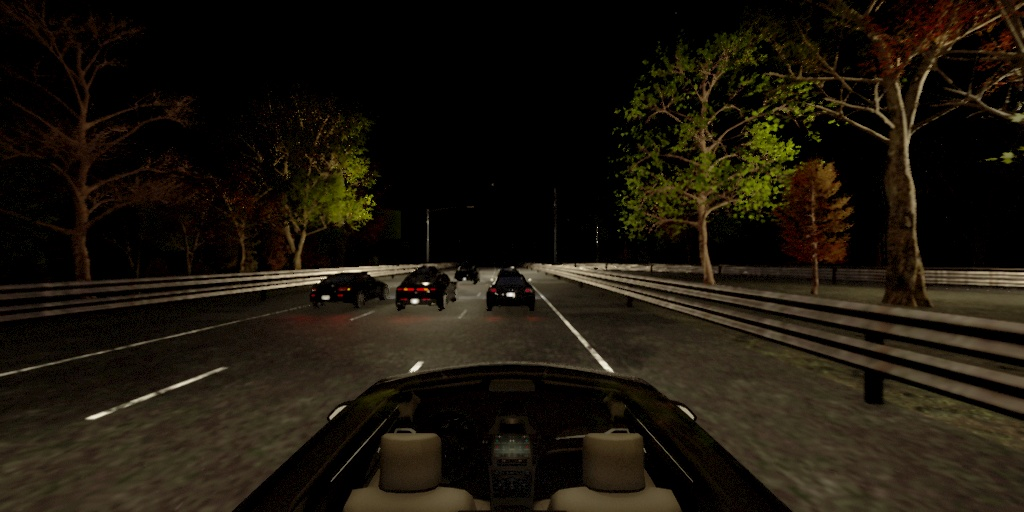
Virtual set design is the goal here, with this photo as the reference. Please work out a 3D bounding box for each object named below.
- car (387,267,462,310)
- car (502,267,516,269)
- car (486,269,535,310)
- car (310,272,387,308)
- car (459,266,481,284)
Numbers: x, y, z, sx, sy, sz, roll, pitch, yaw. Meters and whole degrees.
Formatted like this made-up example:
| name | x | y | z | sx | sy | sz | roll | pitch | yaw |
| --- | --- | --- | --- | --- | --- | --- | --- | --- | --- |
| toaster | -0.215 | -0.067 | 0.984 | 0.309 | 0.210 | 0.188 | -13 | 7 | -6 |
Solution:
| name | x | y | z | sx | sy | sz | roll | pitch | yaw |
| --- | --- | --- | --- | --- | --- | --- | --- | --- | --- |
| car | -3.546 | 1.400 | 15.493 | 1.837 | 1.490 | 4.892 | 0 | 0 | 0 |
| car | -0.266 | 1.620 | 30.607 | 1.994 | 1.385 | 4.181 | 0 | -1 | -1 |
| car | -0.049 | 1.458 | 15.570 | 1.994 | 1.385 | 4.181 | 0 | -1 | 0 |
| car | -7.048 | 1.422 | 15.871 | 1.812 | 1.442 | 4.674 | 0 | 0 | 0 |
| car | -3.765 | 1.563 | 30.574 | 1.837 | 1.490 | 4.892 | 0 | 0 | -1 |
